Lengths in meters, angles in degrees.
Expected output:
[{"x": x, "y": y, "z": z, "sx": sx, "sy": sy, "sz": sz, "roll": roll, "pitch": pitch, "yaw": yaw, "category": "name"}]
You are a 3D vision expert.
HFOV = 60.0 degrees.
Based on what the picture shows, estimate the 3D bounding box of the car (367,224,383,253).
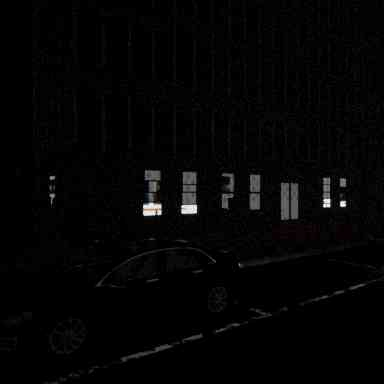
[{"x": 8.237, "y": 1.582, "z": 12.437, "sx": 4.206, "sy": 1.307, "sz": 1.802, "roll": 0, "pitch": 0, "yaw": -36, "category": "car"}]

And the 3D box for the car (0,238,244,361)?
[{"x": -1.030, "y": 1.551, "z": 5.825, "sx": 4.403, "sy": 1.369, "sz": 2.008, "roll": 0, "pitch": 0, "yaw": -36, "category": "car"}]
